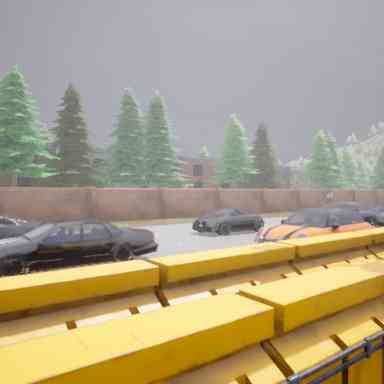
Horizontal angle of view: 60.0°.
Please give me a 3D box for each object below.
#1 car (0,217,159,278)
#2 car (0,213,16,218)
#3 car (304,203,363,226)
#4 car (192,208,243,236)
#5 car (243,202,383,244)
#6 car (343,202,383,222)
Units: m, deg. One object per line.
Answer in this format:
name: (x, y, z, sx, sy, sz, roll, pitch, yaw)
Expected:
car: (-3.653, 1.548, 9.973, 5.357, 1.411, 2.033, 0, 0, -36)
car: (-7.668, 1.492, 11.404, 4.902, 1.511, 2.128, 0, 0, -36)
car: (10.279, 1.564, 24.091, 4.181, 1.385, 1.994, 0, 0, -35)
car: (2.078, 1.564, 18.359, 4.181, 1.385, 1.994, 0, 0, -36)
car: (4.194, 1.352, 11.267, 4.553, 1.767, 2.097, 0, 0, -35)
car: (14.473, 1.564, 27.154, 4.181, 1.385, 1.994, 0, 0, -35)
